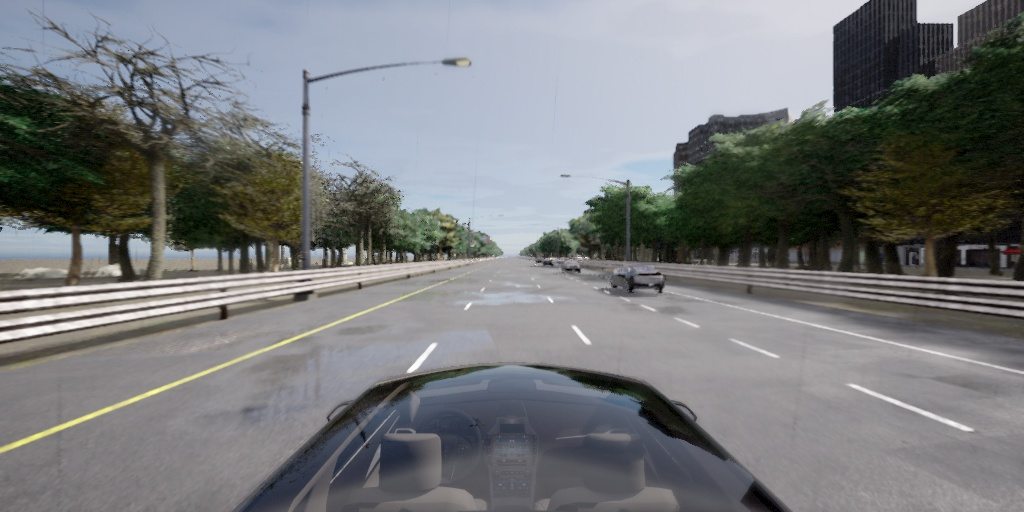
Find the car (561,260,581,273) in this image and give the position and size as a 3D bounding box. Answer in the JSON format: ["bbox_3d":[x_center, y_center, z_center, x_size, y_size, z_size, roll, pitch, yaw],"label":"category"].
[{"bbox_3d":[7.064,1.364,43.479,1.895,1.301,4.718,0,0,0],"label":"car"}]

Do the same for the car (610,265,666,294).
[{"bbox_3d":[7.009,1.249,20.478,2.128,1.511,4.902,0,0,0],"label":"car"}]
